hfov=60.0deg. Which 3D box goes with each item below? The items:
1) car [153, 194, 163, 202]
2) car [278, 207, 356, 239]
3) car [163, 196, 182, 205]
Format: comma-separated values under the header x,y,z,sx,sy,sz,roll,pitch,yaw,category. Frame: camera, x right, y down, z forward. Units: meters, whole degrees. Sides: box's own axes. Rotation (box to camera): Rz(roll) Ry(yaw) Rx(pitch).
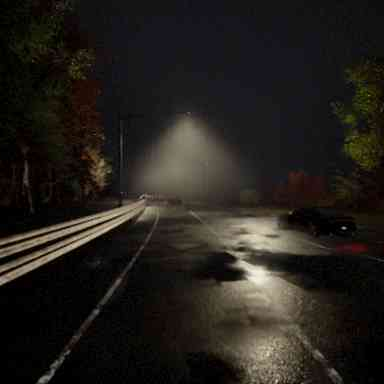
x,y,z,sx,sy,sz,roll,pitch,yaw,category
-7.388,1.213,73.531,2.097,1.767,4.553,0,0,-14,car
6.449,1.516,17.786,1.882,1.535,5.008,2,0,-14,car
-2.960,1.432,55.671,2.128,1.511,4.902,0,0,-14,car
